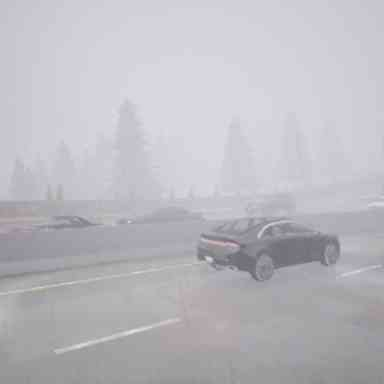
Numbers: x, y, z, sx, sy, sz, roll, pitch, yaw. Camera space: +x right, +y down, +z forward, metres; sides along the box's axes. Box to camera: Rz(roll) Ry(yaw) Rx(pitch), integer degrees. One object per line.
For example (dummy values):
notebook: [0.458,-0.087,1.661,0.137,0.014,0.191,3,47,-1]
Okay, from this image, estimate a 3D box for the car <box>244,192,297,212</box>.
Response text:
car: [7.288,1.093,30.665,5.566,2.045,2.150,-1,1,-35]

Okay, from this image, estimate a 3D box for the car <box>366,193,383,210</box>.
car: [17.090,1.113,29.041,4.674,1.442,1.812,-3,2,-35]

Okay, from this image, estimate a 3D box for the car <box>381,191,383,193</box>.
car: [22.024,0.497,36.856,4.892,1.490,1.837,-6,3,-35]

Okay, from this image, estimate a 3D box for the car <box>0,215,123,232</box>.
car: [-5.416,1.594,13.023,4.718,1.301,1.895,0,0,-35]

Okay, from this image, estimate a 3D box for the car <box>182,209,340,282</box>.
car: [2.408,1.474,9.759,4.902,1.511,2.128,0,0,-35]

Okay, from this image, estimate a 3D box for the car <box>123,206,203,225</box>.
car: [-1.740,1.525,19.941,5.357,1.411,2.033,0,0,-35]
